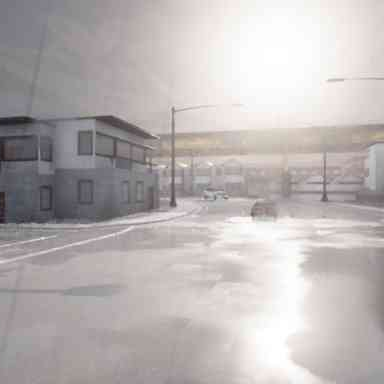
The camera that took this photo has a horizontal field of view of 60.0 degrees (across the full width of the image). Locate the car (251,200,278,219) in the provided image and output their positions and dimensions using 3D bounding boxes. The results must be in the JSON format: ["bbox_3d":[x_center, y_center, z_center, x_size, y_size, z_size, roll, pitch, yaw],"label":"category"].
[{"bbox_3d":[5.688,1.286,25.767,1.895,1.301,4.718,0,1,14],"label":"car"}]

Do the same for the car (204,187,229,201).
[{"bbox_3d":[3.714,0.288,51.997,2.150,2.045,5.566,1,1,-22],"label":"car"}]
